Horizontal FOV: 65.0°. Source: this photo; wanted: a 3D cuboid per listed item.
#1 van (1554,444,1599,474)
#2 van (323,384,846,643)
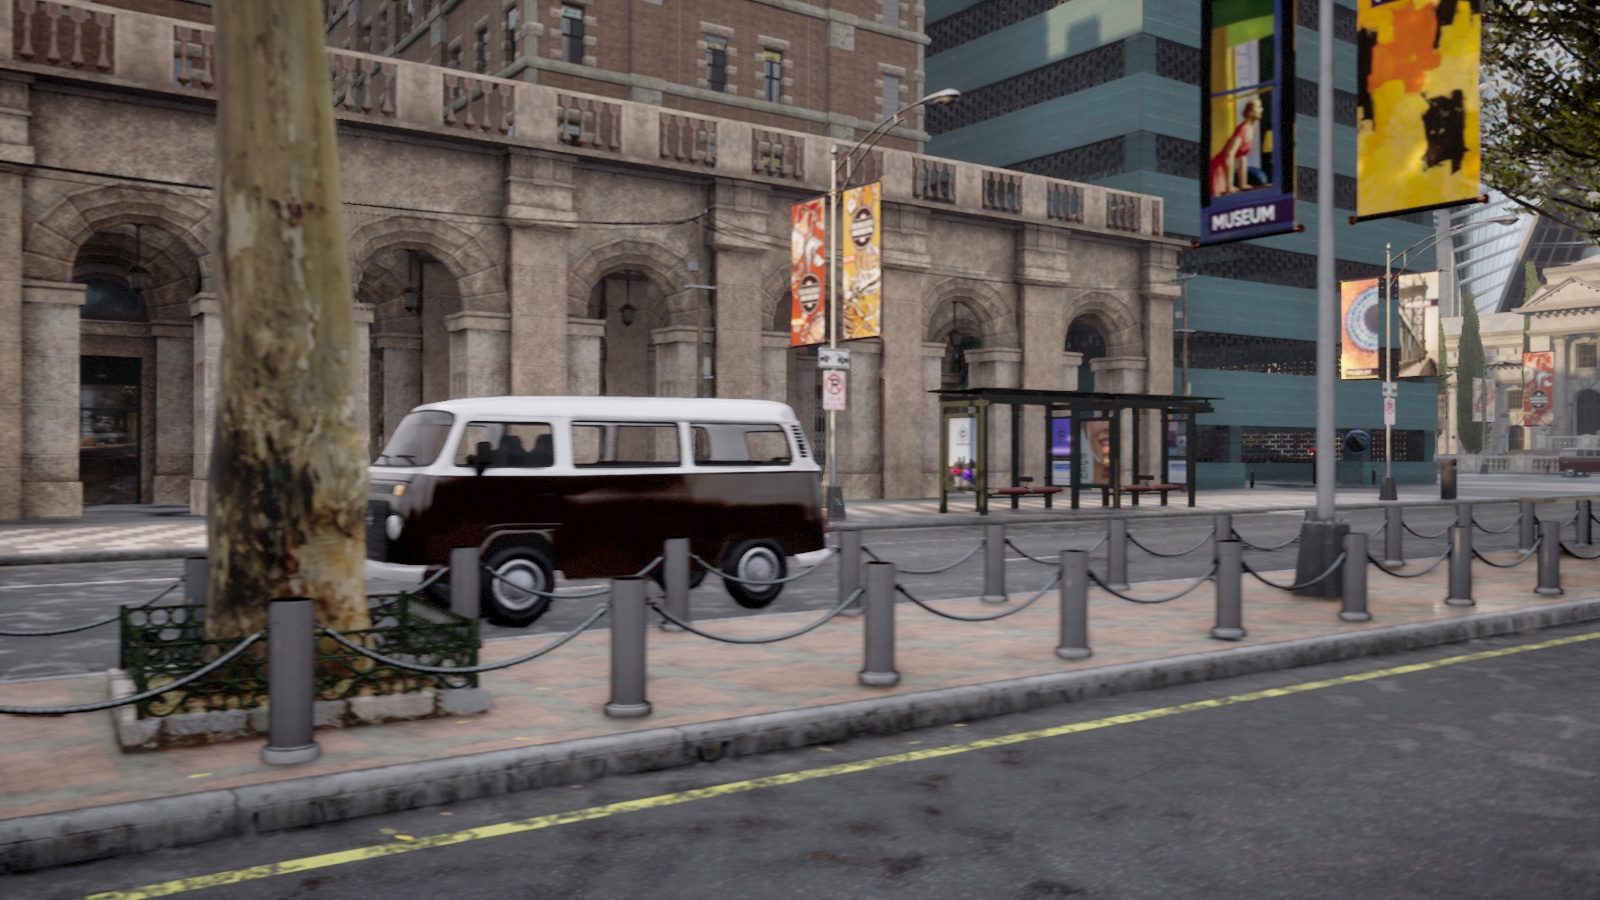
[{"bbox_3d":[52.863,0.590,83.390,1.775,1.987,4.442,0,0,-35],"label":"van"},{"bbox_3d":[-1.975,0.502,12.033,4.480,2.038,2.069,0,0,-35],"label":"van"}]
